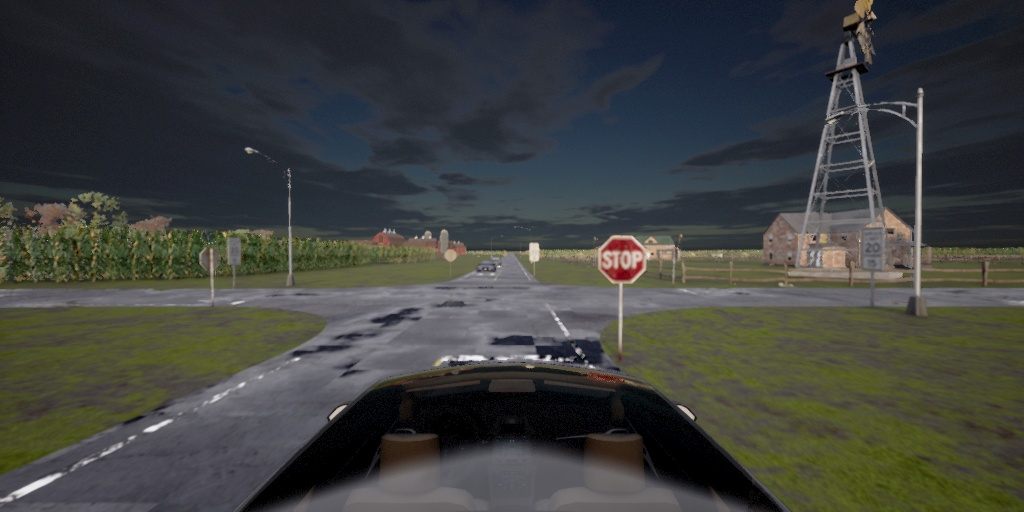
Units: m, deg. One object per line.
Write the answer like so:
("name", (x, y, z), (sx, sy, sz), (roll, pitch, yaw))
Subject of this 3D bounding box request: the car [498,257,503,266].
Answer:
("car", (-2.665, 0.918, 59.508), (1.812, 1.442, 4.674), (0, 1, 0))

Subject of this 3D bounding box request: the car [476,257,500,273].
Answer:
("car", (-2.697, 1.143, 38.531), (1.994, 1.385, 4.181), (0, 1, 0))
